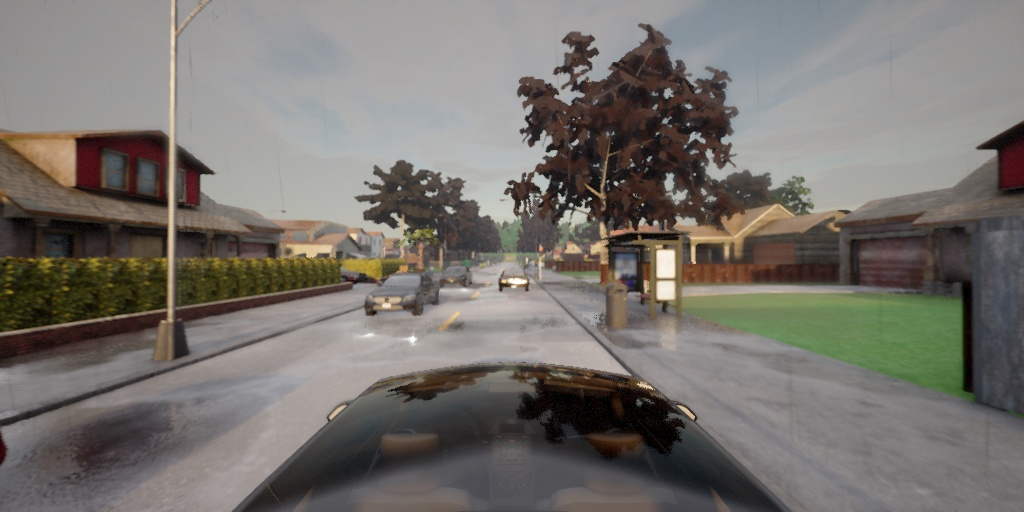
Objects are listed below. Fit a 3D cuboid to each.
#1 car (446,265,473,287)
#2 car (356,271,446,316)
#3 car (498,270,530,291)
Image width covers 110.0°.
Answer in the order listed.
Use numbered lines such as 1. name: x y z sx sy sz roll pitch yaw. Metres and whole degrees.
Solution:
1. car: -4.019 1.458 26.455 1.837 1.490 4.892 0 0 1
2. car: -4.042 1.376 13.947 1.812 1.442 4.674 0 -1 1
3. car: 0.112 1.528 23.253 1.895 1.301 4.718 0 -1 0
